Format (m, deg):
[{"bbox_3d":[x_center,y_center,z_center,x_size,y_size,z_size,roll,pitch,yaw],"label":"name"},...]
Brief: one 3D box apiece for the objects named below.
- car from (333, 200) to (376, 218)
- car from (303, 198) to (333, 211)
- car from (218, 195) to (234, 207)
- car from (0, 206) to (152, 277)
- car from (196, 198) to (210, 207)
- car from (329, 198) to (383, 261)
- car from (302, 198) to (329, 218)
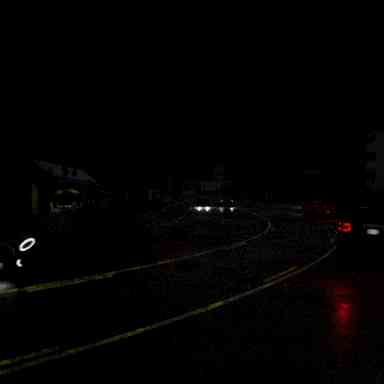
[{"bbox_3d":[14.993,1.505,30.976,1.837,1.490,4.892,0,0,4],"label":"car"},{"bbox_3d":[15.499,1.491,41.240,2.128,1.511,4.902,0,0,2],"label":"car"},{"bbox_3d":[5.229,1.274,51.528,2.097,1.767,4.553,0,0,1],"label":"car"},{"bbox_3d":[-3.521,1.352,10.467,2.097,1.767,4.553,0,0,44],"label":"car"},{"bbox_3d":[1.727,1.576,51.528,1.994,1.385,4.181,0,0,1],"label":"car"},{"bbox_3d":[6.581,1.221,11.651,2.150,2.045,5.566,0,0,33],"label":"car"},{"bbox_3d":[11.500,1.477,30.208,1.882,1.535,5.008,0,0,3],"label":"car"}]
